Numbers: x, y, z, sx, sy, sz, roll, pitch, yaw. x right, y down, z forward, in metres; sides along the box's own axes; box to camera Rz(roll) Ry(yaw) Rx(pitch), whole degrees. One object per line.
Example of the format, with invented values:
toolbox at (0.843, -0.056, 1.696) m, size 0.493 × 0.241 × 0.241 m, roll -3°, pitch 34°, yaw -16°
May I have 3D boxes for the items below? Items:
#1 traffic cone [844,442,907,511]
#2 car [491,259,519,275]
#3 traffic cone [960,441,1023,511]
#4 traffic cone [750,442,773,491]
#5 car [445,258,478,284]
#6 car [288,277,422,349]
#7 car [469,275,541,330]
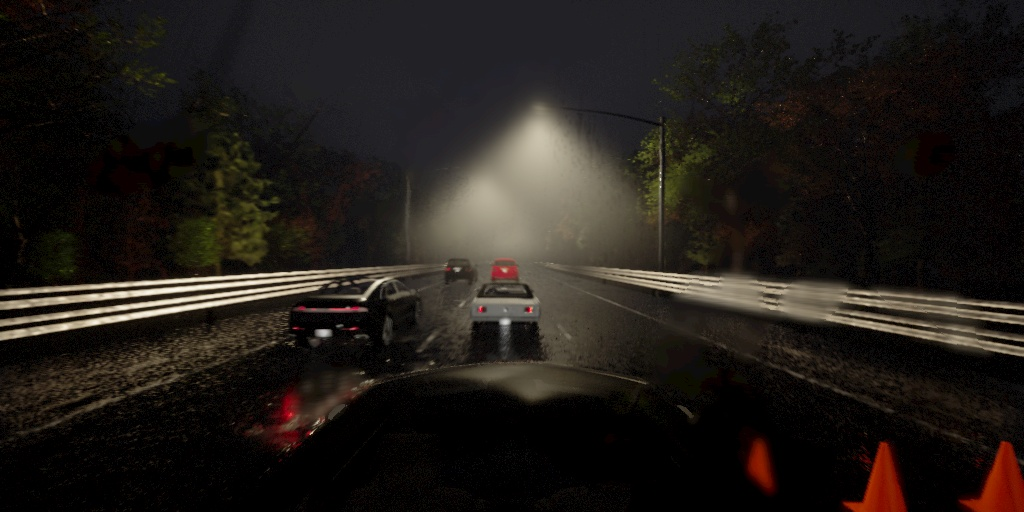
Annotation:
traffic cone at (2.900, 1.752, 2.790) m, size 0.340 × 0.580 × 0.340 m, roll 0°, pitch 0°, yaw -2°
car at (-0.595, 1.265, 29.905) m, size 2.150 × 2.045 × 5.566 m, roll 1°, pitch -1°, yaw -1°
traffic cone at (3.899, 1.764, 2.826) m, size 0.340 × 0.580 × 0.340 m, roll 0°, pitch 0°, yaw -2°
traffic cone at (1.901, 1.740, 2.755) m, size 0.340 × 0.580 × 0.340 m, roll 0°, pitch 0°, yaw -2°
car at (-4.098, 1.220, 29.545) m, size 2.150 × 2.045 × 5.566 m, roll 1°, pitch -1°, yaw 0°
car at (-3.662, 1.280, 9.268) m, size 2.128 × 1.511 × 4.902 m, roll 1°, pitch -1°, yaw -2°
car at (-0.228, 1.455, 11.582) m, size 1.895 × 1.301 × 4.718 m, roll 1°, pitch -1°, yaw -1°
